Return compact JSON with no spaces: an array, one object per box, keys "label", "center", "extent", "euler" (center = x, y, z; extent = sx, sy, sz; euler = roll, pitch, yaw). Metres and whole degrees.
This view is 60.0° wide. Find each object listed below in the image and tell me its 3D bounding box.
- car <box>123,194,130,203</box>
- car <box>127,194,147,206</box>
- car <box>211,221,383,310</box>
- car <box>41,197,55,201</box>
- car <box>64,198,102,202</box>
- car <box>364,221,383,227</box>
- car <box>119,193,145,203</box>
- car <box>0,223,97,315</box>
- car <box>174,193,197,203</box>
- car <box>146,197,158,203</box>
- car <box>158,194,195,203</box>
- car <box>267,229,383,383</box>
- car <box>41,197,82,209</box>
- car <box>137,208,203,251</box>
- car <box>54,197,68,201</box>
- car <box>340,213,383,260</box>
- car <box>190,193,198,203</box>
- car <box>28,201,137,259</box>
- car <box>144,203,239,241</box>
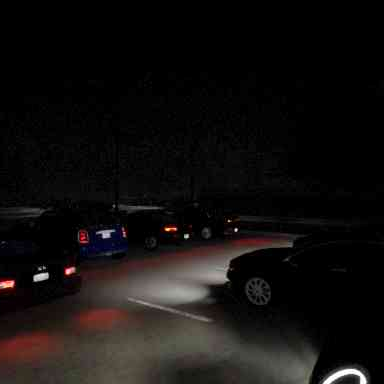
[{"label":"car","center":[-8.937,1.491,57.604],"extent":[2.128,1.511,4.902],"euler":[0,0,36]},{"label":"car","center":[-7.359,1.547,53.836],"extent":[2.033,1.411,5.357],"euler":[0,0,36]},{"label":"car","center":[2.968,1.504,6.177],"extent":[4.892,1.490,1.837],"euler":[0,0,36]},{"label":"car","center":[-15.970,1.601,42.001],"extent":[1.895,1.301,4.718],"euler":[0,0,36]},{"label":"car","center":[-11.189,1.601,36.675],"extent":[1.895,1.301,4.718],"euler":[0,0,36]},{"label":"car","center":[5.088,1.526,8.954],"extent":[4.674,1.442,1.812],"euler":[0,0,36]},{"label":"car","center":[-10.805,1.220,60.970],"extent":[2.150,2.045,5.566],"euler":[0,0,36]},{"label":"car","center":[-4.694,1.547,7.336],"extent":[5.357,1.411,2.033],"euler":[0,0,36]},{"label":"car","center":[-1.420,1.225,73.734],"extent":[2.150,2.045,5.566],"euler":[0,0,36]},{"label":"car","center":[-4.451,1.600,51.887],"extent":[1.895,1.301,4.718],"euler":[0,0,36]},{"label":"car","center":[-2.167,1.492,49.077],"extent":[2.128,1.511,4.902],"euler":[0,0,36]},{"label":"car","center":[3.005,1.352,1.845],"extent":[4.553,1.767,2.097],"euler":[0,0,36]},{"label":"car","center":[-17.724,1.477,45.541],"extent":[1.882,1.535,5.008],"euler":[0,0,36]},{"label":"car","center":[-2.078,1.526,14.085],"extent":[4.674,1.442,1.812],"euler":[0,0,36]},{"label":"car","center":[-13.421,1.525,39.559],"extent":[1.812,1.442,4.674],"euler":[0,0,36]},{"label":"car","center":[8.055,1.547,11.139],"extent":[5.357,1.411,2.033],"euler":[0,0,36]},{"label":"car","center":[2.587,1.221,67.378],"extent":[2.150,2.045,5.566],"euler":[0,0,37]},{"label":"car","center":[-4.340,1.352,11.396],"extent":[4.553,1.767,2.097],"euler":[0,0,36]},{"label":"car","center":[0.084,1.505,16.837],"extent":[4.892,1.490,1.837],"euler":[0,0,36]}]
